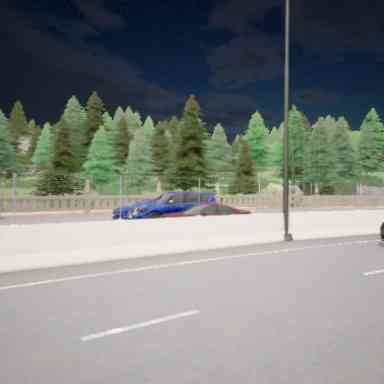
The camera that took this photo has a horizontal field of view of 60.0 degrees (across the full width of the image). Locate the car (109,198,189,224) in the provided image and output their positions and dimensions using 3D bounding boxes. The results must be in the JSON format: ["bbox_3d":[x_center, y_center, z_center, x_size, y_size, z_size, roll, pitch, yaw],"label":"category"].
[{"bbox_3d":[-2.868,1.219,22.615,5.008,1.535,1.882,0,1,-29],"label":"car"}]

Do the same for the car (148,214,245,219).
[{"bbox_3d":[0.636,1.305,16.577,5.008,1.535,1.882,0,1,-29],"label":"car"}]

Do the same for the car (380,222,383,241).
[{"bbox_3d":[9.591,1.429,13.180,4.892,1.490,1.837,0,1,-27],"label":"car"}]
